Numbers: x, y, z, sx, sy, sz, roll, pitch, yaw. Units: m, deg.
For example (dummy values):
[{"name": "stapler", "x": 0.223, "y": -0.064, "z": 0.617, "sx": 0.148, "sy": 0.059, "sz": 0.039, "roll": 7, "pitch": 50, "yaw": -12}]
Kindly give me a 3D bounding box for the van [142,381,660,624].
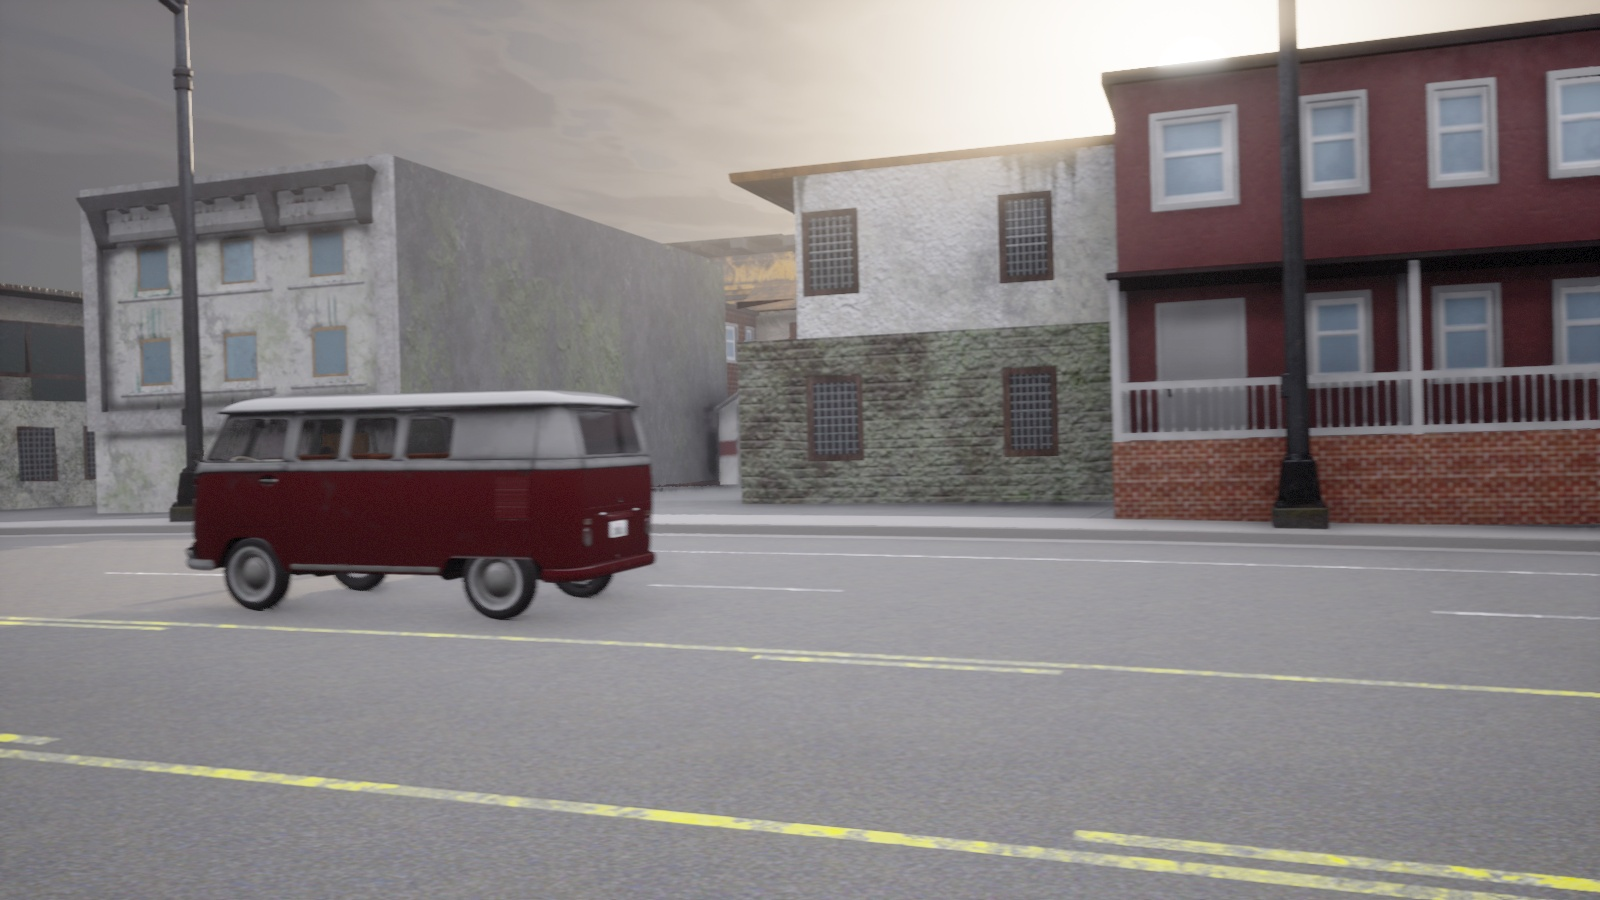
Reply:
[{"name": "van", "x": -3.726, "y": 0.428, "z": 11.830, "sx": 4.442, "sy": 1.987, "sz": 1.775, "roll": 0, "pitch": 1, "yaw": 18}]
